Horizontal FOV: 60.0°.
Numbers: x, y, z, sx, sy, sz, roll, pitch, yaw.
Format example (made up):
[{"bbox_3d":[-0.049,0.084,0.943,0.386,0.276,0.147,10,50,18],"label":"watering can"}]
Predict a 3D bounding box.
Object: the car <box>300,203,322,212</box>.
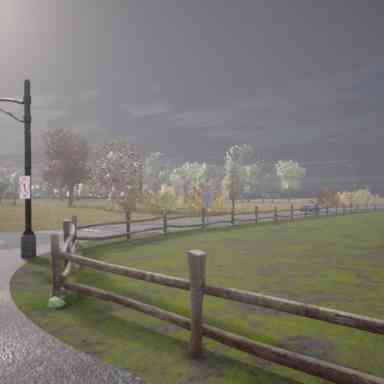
[{"bbox_3d":[18.950,2.446,52.944,2.033,1.411,5.357,-1,-2,40],"label":"car"}]
